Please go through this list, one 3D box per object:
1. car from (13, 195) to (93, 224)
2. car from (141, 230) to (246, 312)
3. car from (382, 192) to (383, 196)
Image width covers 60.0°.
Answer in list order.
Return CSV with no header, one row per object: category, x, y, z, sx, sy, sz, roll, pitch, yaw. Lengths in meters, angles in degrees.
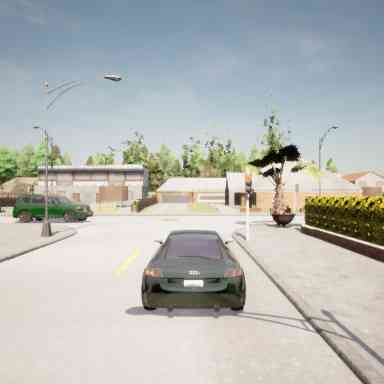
car,-10.183,1.223,24.445,5.566,2.045,2.150,0,0,6
car,0.042,1.564,7.790,1.994,1.385,4.181,0,0,0
car,37.875,0.973,64.998,1.905,1.878,3.866,0,0,0
